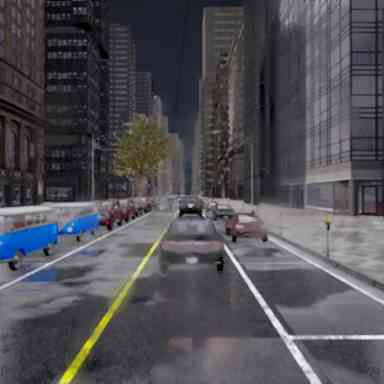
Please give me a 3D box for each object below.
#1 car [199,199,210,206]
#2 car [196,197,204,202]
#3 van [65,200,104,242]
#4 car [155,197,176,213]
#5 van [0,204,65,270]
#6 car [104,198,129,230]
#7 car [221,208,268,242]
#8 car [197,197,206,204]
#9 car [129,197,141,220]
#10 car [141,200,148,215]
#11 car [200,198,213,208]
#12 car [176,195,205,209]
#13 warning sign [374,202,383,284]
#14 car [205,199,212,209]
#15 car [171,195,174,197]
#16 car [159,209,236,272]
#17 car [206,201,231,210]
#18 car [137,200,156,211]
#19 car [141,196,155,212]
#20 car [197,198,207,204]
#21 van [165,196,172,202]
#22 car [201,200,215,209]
[{"bbox_3d":[2.314,1.925,62.066,1.947,1.339,4.313,0,0,0],"label":"car"},{"bbox_3d":[2.107,2.087,90.452,2.008,1.369,4.403,0,0,0],"label":"car"},{"bbox_3d":[-5.880,1.436,16.579,1.690,1.788,3.998,0,0,0],"label":"van"},{"bbox_3d":[-3.382,1.719,39.973,2.128,1.511,4.902,0,0,0],"label":"car"},{"bbox_3d":[-5.838,1.404,10.902,1.690,1.788,3.998,0,0,0],"label":"van"},{"bbox_3d":[-5.921,1.442,22.257,2.192,1.841,5.009,0,0,0],"label":"car"},{"bbox_3d":[2.645,1.676,16.646,1.802,1.307,4.206,0,0,0],"label":"car"},{"bbox_3d":[2.190,1.905,79.097,1.967,1.590,4.097,0,0,0],"label":"car"},{"bbox_3d":[-5.963,1.474,27.934,2.192,1.841,5.009,0,0,0],"label":"car"},{"bbox_3d":[-6.004,1.757,33.609,1.947,1.339,4.313,0,0,0],"label":"car"},{"bbox_3d":[2.355,1.764,56.389,1.967,1.590,4.097,0,0,0],"label":"car"},{"bbox_3d":[-0.136,1.405,32.401,2.150,2.045,5.566,0,0,0],"label":"car"},{"bbox_3d":[5.019,1.157,7.463,1.300,1.860,1.060,0,0,0],"label":"warning sign"},{"bbox_3d":[2.480,1.805,39.356,1.802,1.307,4.206,0,0,0],"label":"car"},{"bbox_3d":[-6.377,1.816,84.705,2.192,1.841,5.009,0,0,0],"label":"car"},{"bbox_3d":[-0.003,1.555,10.974,2.128,1.511,4.902,0,0,0],"label":"car"},{"bbox_3d":[2.562,1.709,28.001,2.008,1.369,4.403,0,0,0],"label":"car"},{"bbox_3d":[-6.086,1.808,44.964,2.008,1.369,4.403,0,0,0],"label":"car"},{"bbox_3d":[-6.045,1.539,39.288,2.192,1.841,5.009,0,0,0],"label":"car"},{"bbox_3d":[2.231,1.980,73.420,2.008,1.369,4.403,0,0,0],"label":"car"},{"bbox_3d":[-6.418,1.878,90.382,1.690,1.788,3.998,0,0,0],"label":"van"},{"bbox_3d":[2.397,1.872,50.710,1.802,1.307,4.206,0,0,0],"label":"car"}]
